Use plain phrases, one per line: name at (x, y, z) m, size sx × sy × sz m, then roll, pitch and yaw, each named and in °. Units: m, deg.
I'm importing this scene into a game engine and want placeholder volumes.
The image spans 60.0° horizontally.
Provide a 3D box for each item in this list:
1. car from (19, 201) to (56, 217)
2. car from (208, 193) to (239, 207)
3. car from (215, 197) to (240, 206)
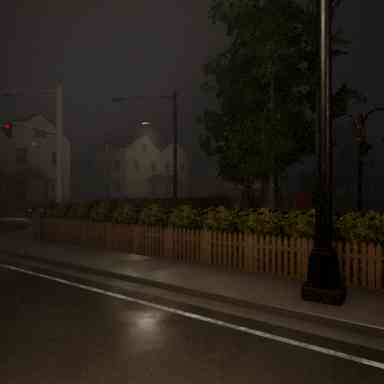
car at (-13.133, 1.526, 30.206) m, size 1.812 × 1.442 × 4.674 m, roll 0°, pitch 0°, yaw 35°
car at (4.287, 1.221, 48.813) m, size 2.150 × 2.045 × 5.566 m, roll 0°, pitch 0°, yaw 35°
car at (6.233, 1.600, 57.923) m, size 2.033 × 1.411 × 5.357 m, roll 0°, pitch 0°, yaw 35°
